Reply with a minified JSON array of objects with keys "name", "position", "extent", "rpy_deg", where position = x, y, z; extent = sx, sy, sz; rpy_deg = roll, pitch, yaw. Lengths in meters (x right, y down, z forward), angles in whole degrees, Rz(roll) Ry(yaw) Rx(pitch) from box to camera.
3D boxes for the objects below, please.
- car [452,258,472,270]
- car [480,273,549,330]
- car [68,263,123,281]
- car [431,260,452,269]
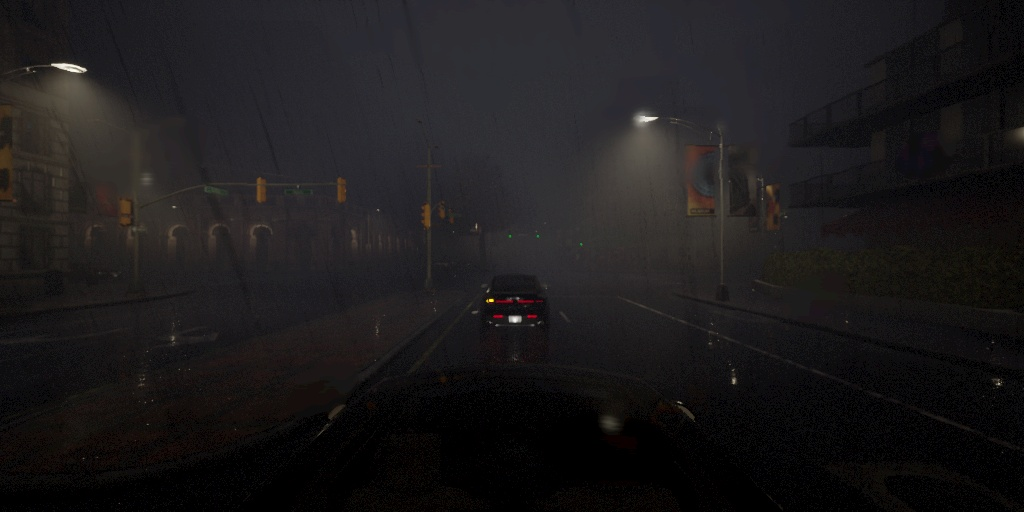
[{"name":"car","position":[-8.056,1.418,58.237],"extent":[1.812,1.442,4.674],"rpy_deg":[0,0,0]},{"name":"car","position":[0.077,1.280,11.156],"extent":[1.837,1.490,4.892],"rpy_deg":[0,0,0]},{"name":"car","position":[-33.902,1.309,28.439],"extent":[4.902,1.511,2.128],"rpy_deg":[0,0,0]},{"name":"car","position":[-11.547,1.419,58.462],"extent":[1.812,1.442,4.674],"rpy_deg":[0,0,0]}]
